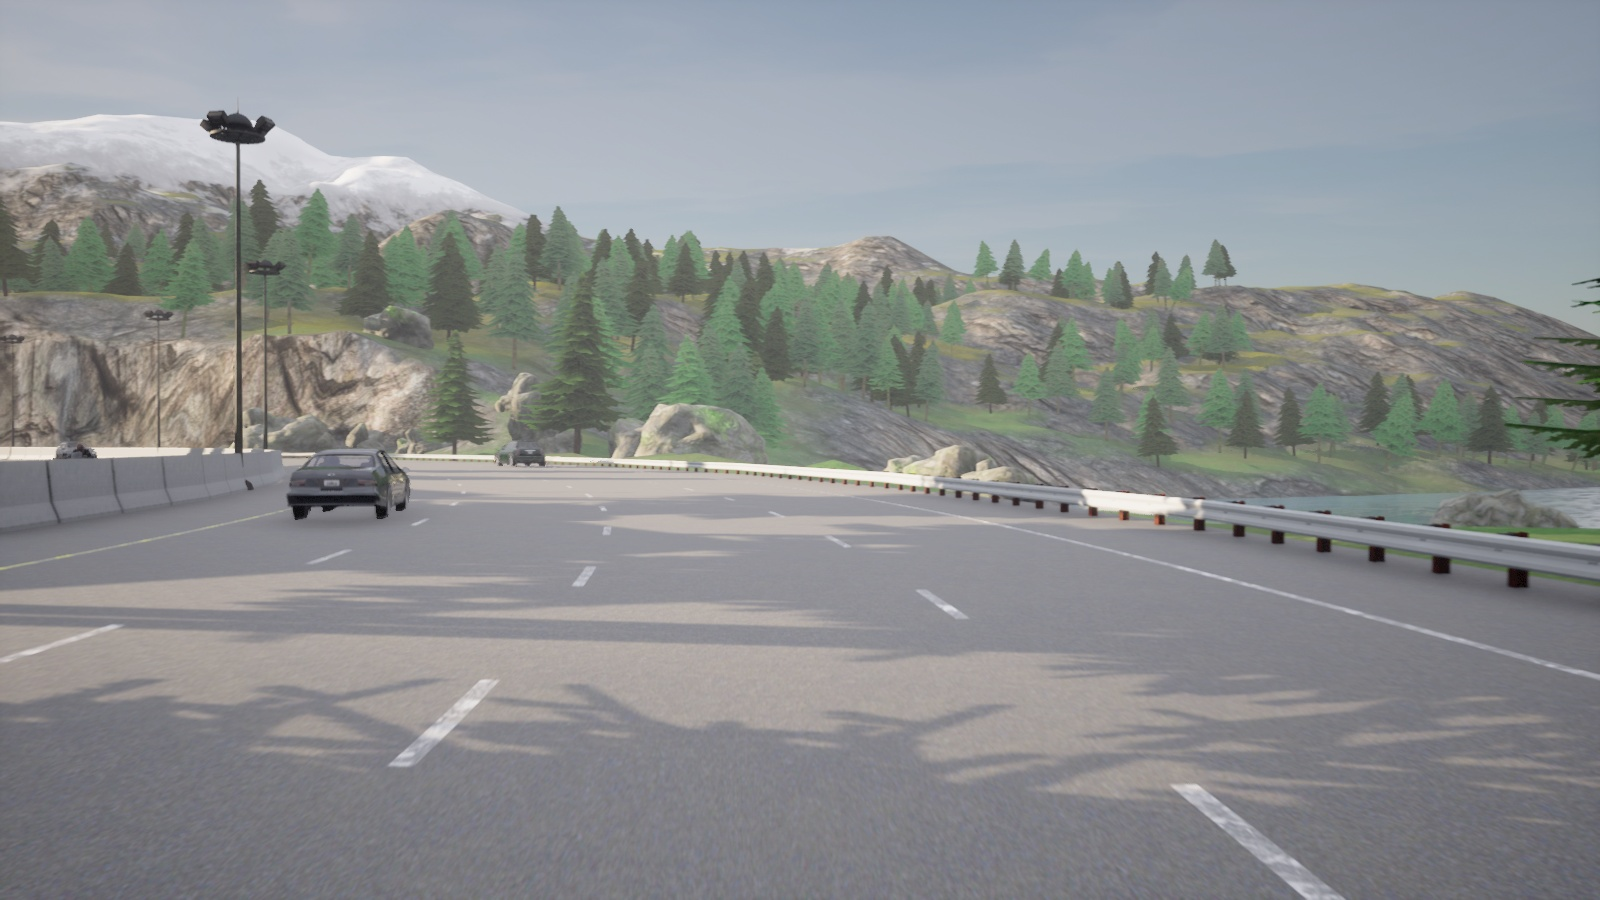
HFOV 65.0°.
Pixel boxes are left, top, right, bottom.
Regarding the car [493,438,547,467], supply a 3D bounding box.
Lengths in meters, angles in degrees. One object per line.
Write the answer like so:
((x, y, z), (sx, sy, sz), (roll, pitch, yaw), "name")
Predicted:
((-17.858, 0.147, 79.858), (2.097, 1.767, 4.553), (0, 0, -29), "car")

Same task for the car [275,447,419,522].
((-9.392, 0.641, 26.485), (2.033, 1.411, 5.357), (0, 0, -11), "car")
